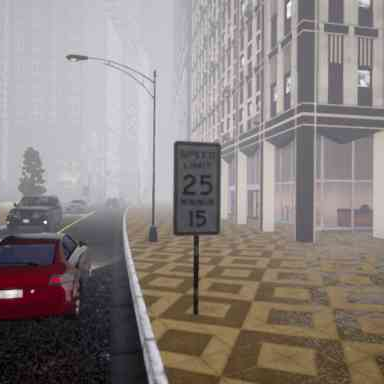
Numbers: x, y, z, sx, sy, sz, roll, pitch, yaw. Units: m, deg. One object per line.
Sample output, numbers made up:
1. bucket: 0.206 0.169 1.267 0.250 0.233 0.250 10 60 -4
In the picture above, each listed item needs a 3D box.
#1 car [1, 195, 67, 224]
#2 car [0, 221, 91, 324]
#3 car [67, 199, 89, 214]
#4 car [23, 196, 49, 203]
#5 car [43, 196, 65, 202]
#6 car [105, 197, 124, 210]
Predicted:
1. car: -9.358 1.198 20.287 2.150 2.045 5.566 1 0 -12
2. car: -3.290 1.565 7.152 1.994 1.385 4.181 1 0 -13
3. car: -12.292 1.504 35.853 1.812 1.442 4.674 1 0 -9
4. car: -32.385 1.638 69.199 4.403 1.369 2.008 0 1 1
5. car: -32.172 1.690 77.576 4.403 1.369 2.008 0 1 1
6. car: -10.491 1.517 44.206 1.837 1.490 4.892 1 0 -9
